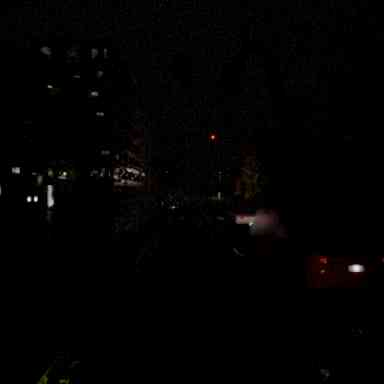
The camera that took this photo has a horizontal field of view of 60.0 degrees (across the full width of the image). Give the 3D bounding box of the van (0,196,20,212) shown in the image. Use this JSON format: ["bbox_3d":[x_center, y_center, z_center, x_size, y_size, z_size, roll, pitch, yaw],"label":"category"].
[{"bbox_3d":[-22.729,1.414,39.765,3.998,1.788,1.690,-1,1,-1],"label":"van"}]

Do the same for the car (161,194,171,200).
[{"bbox_3d":[-6.498,1.170,82.805,2.033,1.411,5.357,0,0,0],"label":"car"}]

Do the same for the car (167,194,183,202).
[{"bbox_3d":[-3.254,1.206,67.316,2.128,1.511,4.902,0,0,0],"label":"car"}]

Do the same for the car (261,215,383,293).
[{"bbox_3d":[3.348,1.520,8.781,1.994,1.385,4.181,0,0,0],"label":"car"}]

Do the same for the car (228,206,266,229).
[{"bbox_3d":[3.348,1.500,20.856,1.895,1.301,4.718,0,0,0],"label":"car"}]

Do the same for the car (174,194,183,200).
[{"bbox_3d":[-3.248,1.170,82.804,2.033,1.411,5.357,0,0,0],"label":"car"}]

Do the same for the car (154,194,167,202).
[{"bbox_3d":[-6.501,1.295,67.271,1.895,1.301,4.718,0,0,0],"label":"car"}]
